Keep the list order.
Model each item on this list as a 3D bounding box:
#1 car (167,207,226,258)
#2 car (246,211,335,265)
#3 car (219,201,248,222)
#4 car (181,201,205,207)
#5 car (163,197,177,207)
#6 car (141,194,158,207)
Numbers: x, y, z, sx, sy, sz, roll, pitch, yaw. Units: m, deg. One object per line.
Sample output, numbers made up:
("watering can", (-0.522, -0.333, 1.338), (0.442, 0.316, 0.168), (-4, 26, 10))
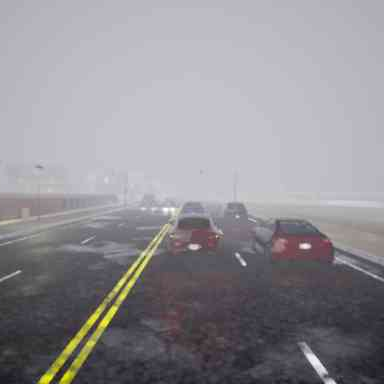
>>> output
("car", (0.078, 1.526, 12.555), (1.812, 1.442, 4.674), (0, 0, 0))
("car", (3.324, 1.563, 11.731), (1.994, 1.385, 4.181), (0, 0, 0))
("car", (3.328, 1.512, 26.621), (1.837, 1.490, 4.892), (0, 0, 0))
("car", (0.085, 1.484, 28.126), (1.882, 1.535, 5.008), (0, 0, 0))
("car", (-3.298, 1.520, 50.382), (2.128, 1.511, 4.902), (0, 0, 0))
("car", (-6.539, 1.253, 51.605), (2.150, 2.045, 5.566), (0, 0, 0))
